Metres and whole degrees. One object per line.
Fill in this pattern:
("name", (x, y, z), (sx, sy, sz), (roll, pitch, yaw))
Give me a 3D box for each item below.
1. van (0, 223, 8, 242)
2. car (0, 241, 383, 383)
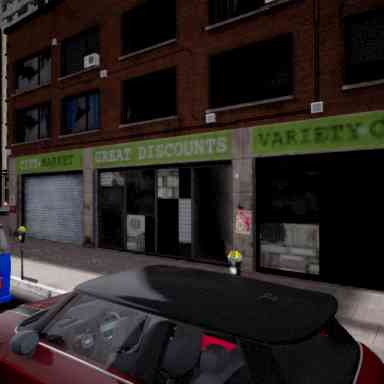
("van", (-5.123, 1.343, 6.379), (3.998, 1.788, 1.690), (0, 0, 35))
("car", (-0.490, 1.440, 3.075), (4.097, 1.590, 1.967), (0, 0, 35))
